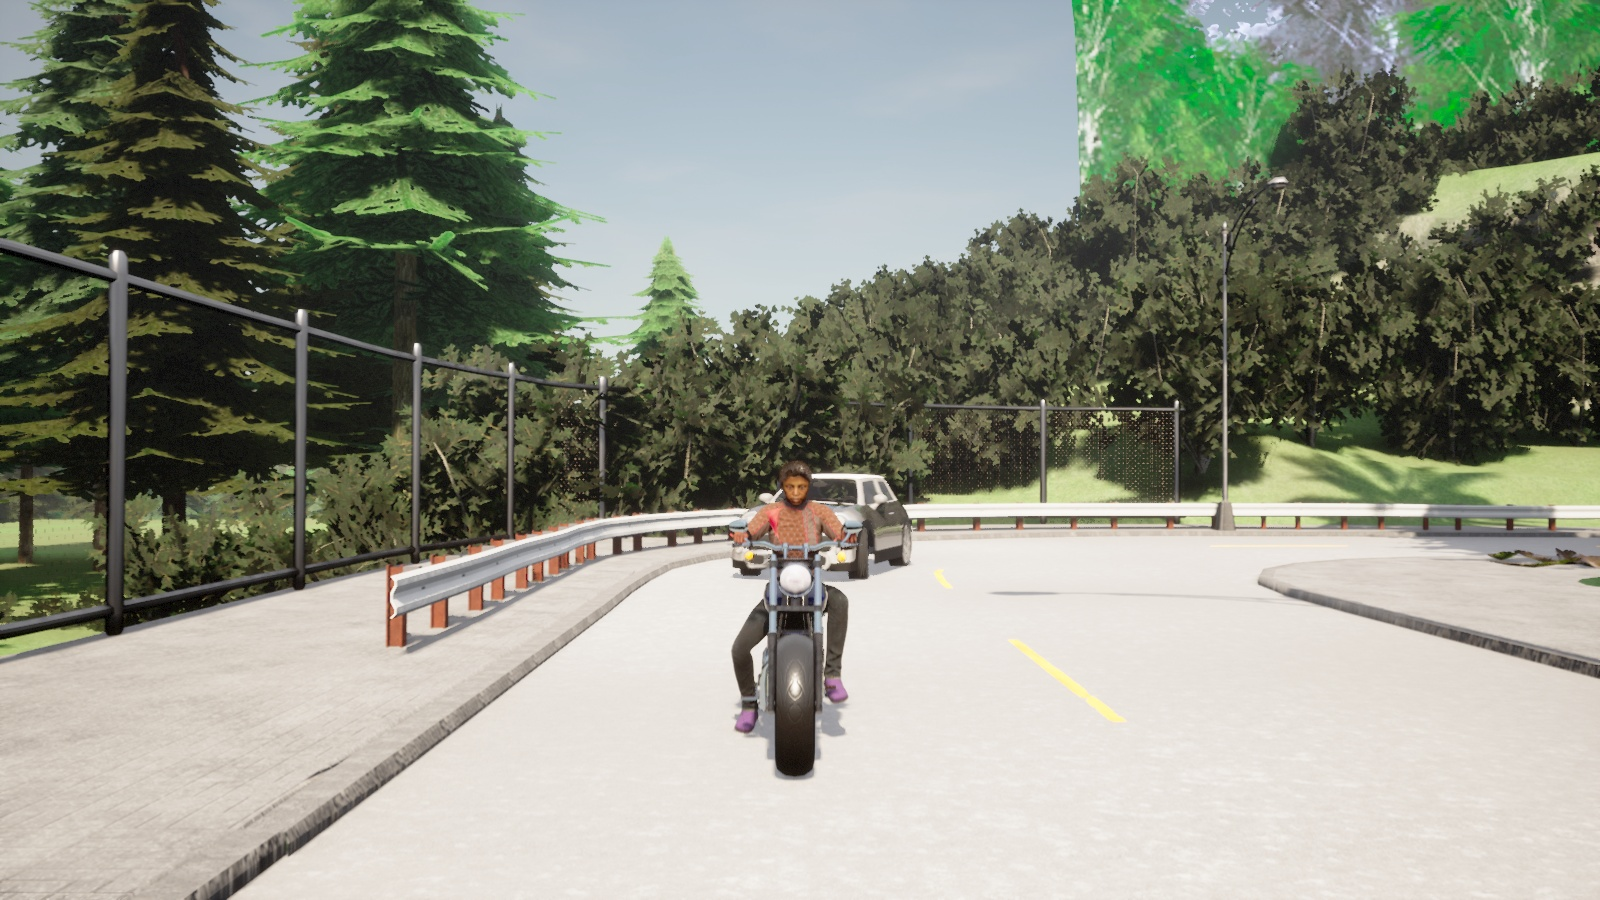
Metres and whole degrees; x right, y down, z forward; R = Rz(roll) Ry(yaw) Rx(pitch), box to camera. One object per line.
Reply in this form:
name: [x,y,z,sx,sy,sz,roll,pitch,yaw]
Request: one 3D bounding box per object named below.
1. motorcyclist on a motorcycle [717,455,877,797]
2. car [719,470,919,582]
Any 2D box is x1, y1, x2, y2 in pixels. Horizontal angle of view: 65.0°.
motorcyclist on a motorcycle: [-0.020,0.867,7.261,0.766,1.649,2.350,0,-1,0]
car: [0.403,1.051,18.861,1.970,1.475,3.806,0,-1,18]
